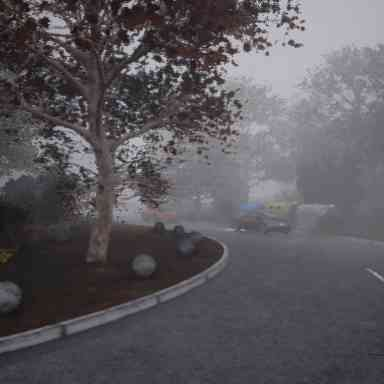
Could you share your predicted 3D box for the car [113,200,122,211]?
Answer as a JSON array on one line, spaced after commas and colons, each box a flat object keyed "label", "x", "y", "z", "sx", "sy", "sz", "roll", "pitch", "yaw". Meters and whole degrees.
[{"label": "car", "x": -14.702, "y": 2.644, "z": 59.057, "sx": 2.163, "sy": 1.488, "sz": 4.792, "roll": -1, "pitch": 0, "yaw": -33}]

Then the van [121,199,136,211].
[{"label": "van", "x": -12.391, "y": 2.369, "z": 60.643, "sx": 1.878, "sy": 1.987, "sz": 4.442, "roll": -1, "pitch": 0, "yaw": -33}]

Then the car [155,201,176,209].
[{"label": "car", "x": -5.247, "y": 2.532, "z": 65.077, "sx": 2.097, "sy": 1.535, "sz": 5.008, "roll": -1, "pitch": 0, "yaw": -33}]

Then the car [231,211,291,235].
[{"label": "car", "x": 4.337, "y": 1.922, "z": 21.316, "sx": 1.994, "sy": 1.385, "sz": 4.181, "roll": 3, "pitch": -3, "yaw": -28}]

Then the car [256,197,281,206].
[{"label": "car", "x": 18.389, "y": 2.153, "z": 80.146, "sx": 2.435, "sy": 2.045, "sz": 5.566, "roll": 0, "pitch": -1, "yaw": -33}]

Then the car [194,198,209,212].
[{"label": "car", "x": -0.387, "y": 2.157, "z": 52.692, "sx": 2.435, "sy": 2.045, "sz": 5.566, "roll": -1, "pitch": 0, "yaw": -33}]

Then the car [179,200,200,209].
[{"label": "car", "x": -0.535, "y": 2.529, "z": 68.118, "sx": 2.163, "sy": 1.488, "sz": 4.792, "roll": 0, "pitch": 0, "yaw": -33}]

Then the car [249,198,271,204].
[{"label": "car", "x": 11.346, "y": 2.360, "z": 60.192, "sx": 2.163, "sy": 1.488, "sz": 4.792, "roll": 0, "pitch": 0, "yaw": -33}]

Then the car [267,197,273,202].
[{"label": "car", "x": 15.996, "y": 2.288, "z": 78.690, "sx": 2.185, "sy": 1.767, "sz": 4.553, "roll": 0, "pitch": 0, "yaw": -33}]

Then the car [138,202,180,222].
[{"label": "car", "x": -3.544, "y": 2.162, "z": 34.708, "sx": 2.097, "sy": 1.767, "sz": 4.553, "roll": 3, "pitch": -3, "yaw": -31}]

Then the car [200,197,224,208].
[{"label": "car", "x": 4.215, "y": 2.221, "z": 71.091, "sx": 2.435, "sy": 2.045, "sz": 5.566, "roll": 0, "pitch": 0, "yaw": -33}]

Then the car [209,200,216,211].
[{"label": "car", "x": 2.080, "y": 2.428, "z": 54.234, "sx": 2.002, "sy": 1.452, "sz": 4.674, "roll": 0, "pitch": 0, "yaw": -33}]

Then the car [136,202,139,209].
[{"label": "car", "x": -9.948, "y": 2.602, "z": 62.029, "sx": 2.163, "sy": 1.488, "sz": 4.792, "roll": -1, "pitch": 0, "yaw": -33}]

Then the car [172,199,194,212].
[{"label": "car", "x": -2.629, "y": 2.177, "z": 51.257, "sx": 2.435, "sy": 2.045, "sz": 5.566, "roll": -1, "pitch": 0, "yaw": -33}]

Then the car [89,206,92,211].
[{"label": "car", "x": -17.064, "y": 2.665, "z": 57.547, "sx": 2.163, "sy": 1.488, "sz": 4.792, "roll": -1, "pitch": 0, "yaw": -33}]
